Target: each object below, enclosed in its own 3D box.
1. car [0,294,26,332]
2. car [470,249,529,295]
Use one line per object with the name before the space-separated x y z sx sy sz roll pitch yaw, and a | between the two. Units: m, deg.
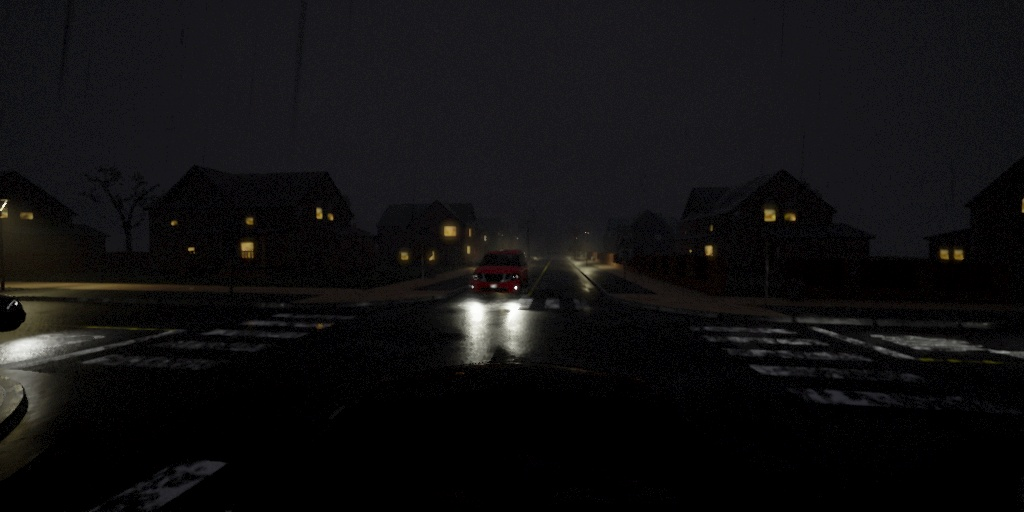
car | -13.600 1.069 7.860 4.674 1.442 1.812 1 2 7
car | -0.419 0.746 17.386 2.150 2.045 5.566 0 3 7
